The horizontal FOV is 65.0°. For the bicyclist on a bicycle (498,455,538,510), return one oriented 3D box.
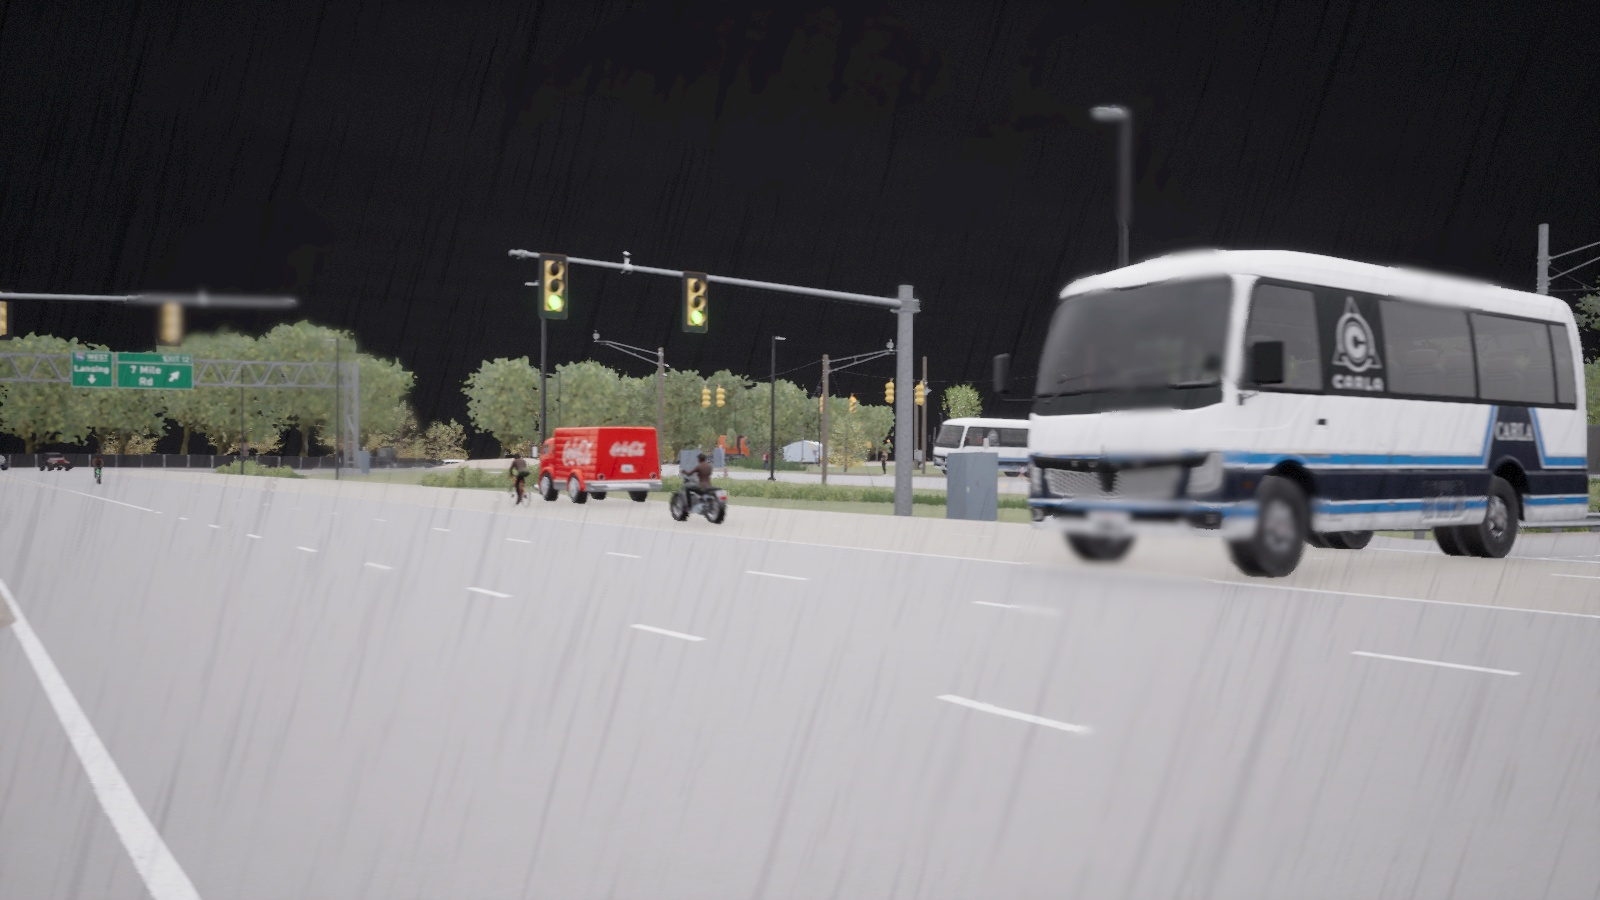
[{"bbox_3d":[-8.464,0.963,37.691,0.582,1.620,1.656,0,0,-35],"label":"bicyclist on a bicycle"}]

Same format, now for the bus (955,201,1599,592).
[{"bbox_3d":[7.401,-0.535,18.272,10.273,4.253,3.944,0,-1,-36],"label":"bus"}]

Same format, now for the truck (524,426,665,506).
[{"bbox_3d":[-6.887,0.511,41.562,2.627,2.467,5.204,0,0,-35],"label":"truck"}]

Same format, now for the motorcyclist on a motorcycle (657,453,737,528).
[{"bbox_3d":[-2.395,0.894,28.898,0.766,1.649,2.350,0,0,-35],"label":"motorcyclist on a motorcycle"}]

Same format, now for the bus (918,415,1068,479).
[{"bbox_3d":[14.037,-0.198,91.241,10.273,4.253,3.944,1,3,-28],"label":"bus"}]
